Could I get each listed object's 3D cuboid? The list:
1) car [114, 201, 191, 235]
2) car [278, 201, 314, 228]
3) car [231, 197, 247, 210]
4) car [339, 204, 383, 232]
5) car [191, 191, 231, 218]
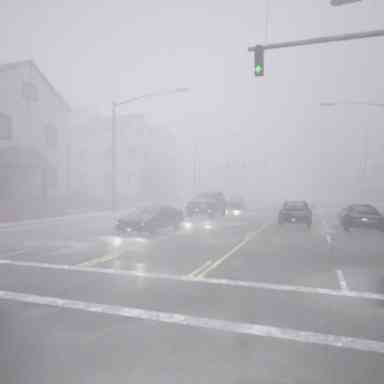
[{"bbox_3d":[-2.080,1.377,18.228,2.033,1.411,5.357,0,1,20],"label":"car"},{"bbox_3d":[6.440,1.297,20.619,2.128,1.511,4.902,0,1,20],"label":"car"},{"bbox_3d":[4.766,1.218,36.926,1.994,1.385,4.181,0,1,21],"label":"car"},{"bbox_3d":[9.596,1.383,19.042,1.994,1.385,4.181,0,1,20],"label":"car"},{"bbox_3d":[1.312,0.964,27.562,2.150,2.045,5.566,0,1,20],"label":"car"}]
